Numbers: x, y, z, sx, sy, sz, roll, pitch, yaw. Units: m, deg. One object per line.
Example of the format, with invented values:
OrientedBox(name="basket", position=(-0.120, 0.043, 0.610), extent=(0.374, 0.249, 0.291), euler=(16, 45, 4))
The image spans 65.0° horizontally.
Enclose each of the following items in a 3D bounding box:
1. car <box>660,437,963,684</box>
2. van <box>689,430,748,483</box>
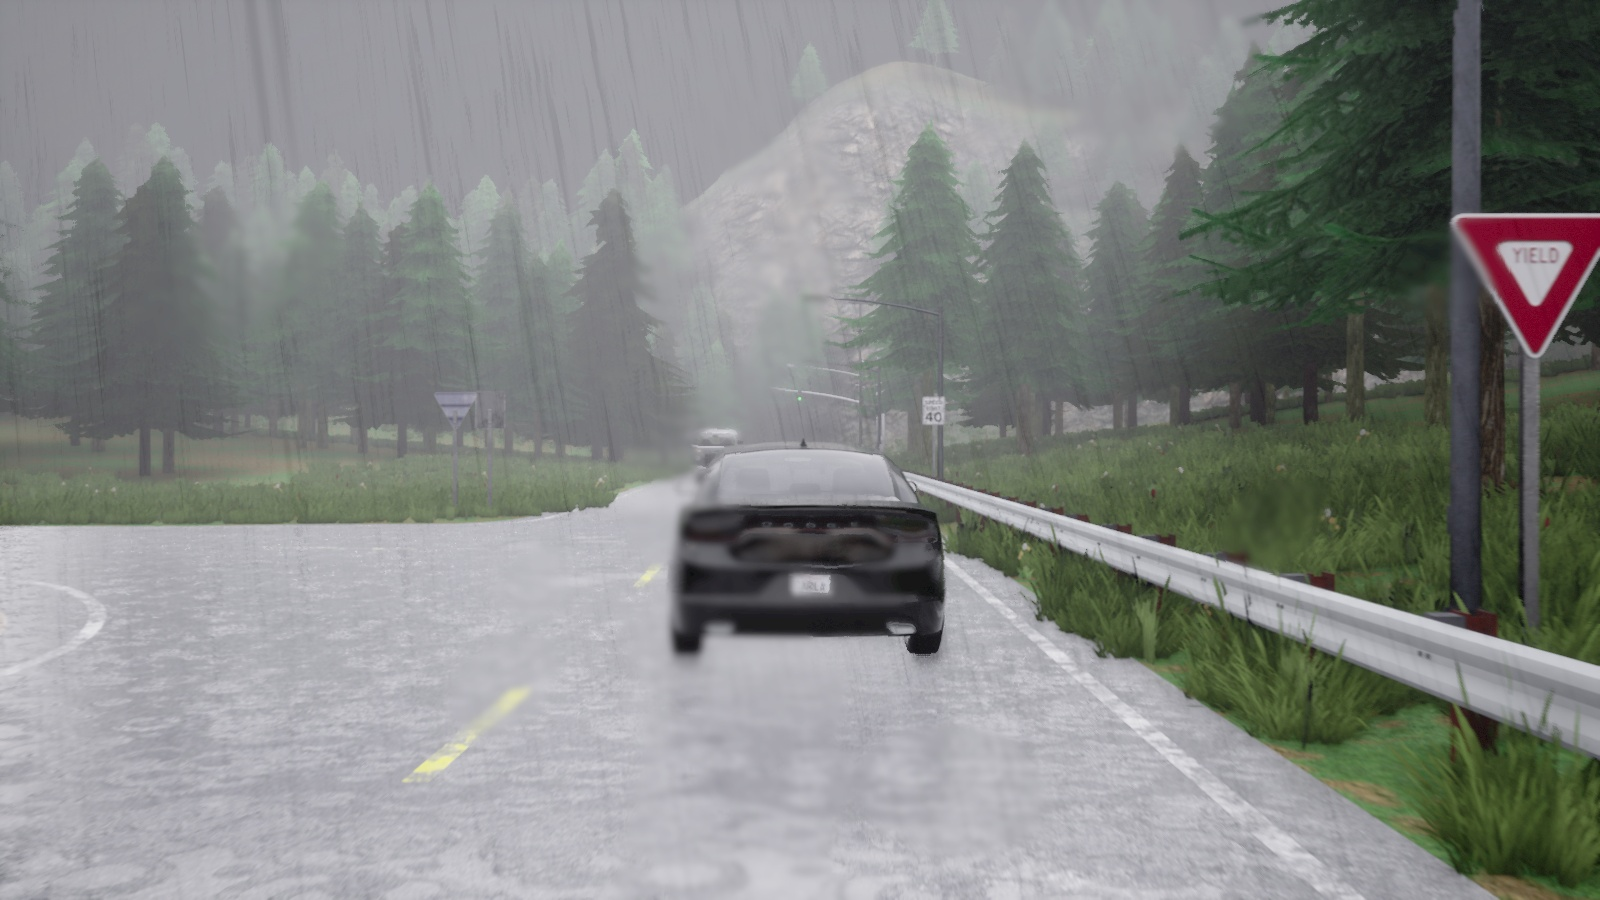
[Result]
OrientedBox(name="car", position=(-0.018, 0.668, 10.331), extent=(1.882, 1.535, 5.008), euler=(0, 1, -2))
OrientedBox(name="van", position=(-3.200, 0.234, 50.204), extent=(2.069, 2.038, 4.480), euler=(0, 0, 0))
